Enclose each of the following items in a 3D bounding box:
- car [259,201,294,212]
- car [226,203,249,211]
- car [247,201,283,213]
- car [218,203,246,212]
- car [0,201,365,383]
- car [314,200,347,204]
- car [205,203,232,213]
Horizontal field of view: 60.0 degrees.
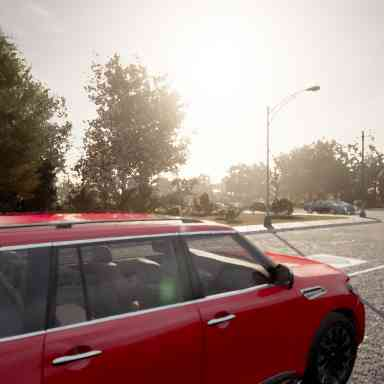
[{"bbox_3d":[11.965,2.093,47.334,1.837,1.490,4.892,0,-3,-32],"label":"car"},{"bbox_3d":[8.900,3.020,65.822,1.812,1.442,4.674,0,-4,-32],"label":"car"},{"bbox_3d":[9.659,2.027,44.411,1.837,1.490,4.892,0,-3,-32],"label":"car"},{"bbox_3d":[6.645,2.599,55.863,1.837,1.490,4.892,0,-3,-32],"label":"car"},{"bbox_3d":[-0.467,1.222,3.423,5.566,2.045,2.150,0,0,-37],"label":"car"},{"bbox_3d":[14.621,1.708,36.475,2.128,1.511,4.902,0,-1,-32],"label":"car"},{"bbox_3d":[4.157,2.541,53.237,1.837,1.490,4.892,0,-3,-32],"label":"car"}]
